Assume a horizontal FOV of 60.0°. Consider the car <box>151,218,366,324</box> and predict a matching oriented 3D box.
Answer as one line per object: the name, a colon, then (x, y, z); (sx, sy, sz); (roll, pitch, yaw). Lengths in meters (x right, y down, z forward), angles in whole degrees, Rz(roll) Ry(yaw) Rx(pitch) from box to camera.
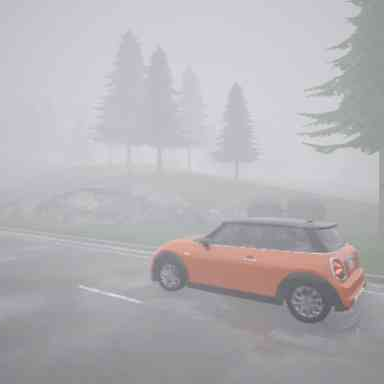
car: (1.236, 1.352, 7.411); (4.553, 1.767, 2.097); (0, 0, 36)
